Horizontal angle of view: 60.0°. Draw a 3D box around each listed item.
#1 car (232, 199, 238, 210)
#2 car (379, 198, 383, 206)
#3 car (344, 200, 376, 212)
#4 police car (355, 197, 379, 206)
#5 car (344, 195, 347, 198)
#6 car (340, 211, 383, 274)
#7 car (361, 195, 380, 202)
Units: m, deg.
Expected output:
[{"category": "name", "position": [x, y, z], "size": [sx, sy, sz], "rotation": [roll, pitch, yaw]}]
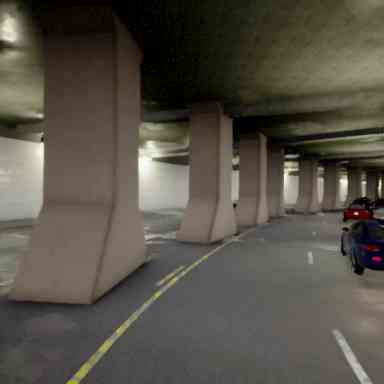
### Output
[{"category": "car", "position": [5.434, 1.515, 40.525], "size": [1.895, 1.301, 4.718], "rotation": [1, 0, 36]}, {"category": "car", "position": [32.087, 1.702, 55.634], "size": [4.674, 1.442, 1.812], "rotation": [0, 0, -45]}, {"category": "car", "position": [13.589, 1.625, 27.129], "size": [1.994, 1.385, 4.181], "rotation": [1, 0, 31]}, {"category": "police car", "position": [25.092, 1.544, 48.644], "size": [5.238, 1.638, 1.930], "rotation": [0, 0, -45]}, {"category": "car", "position": [34.522, 1.101, 71.415], "size": [5.566, 2.045, 2.150], "rotation": [0, 0, -45]}, {"category": "car", "position": [5.741, 1.556, 10.181], "size": [1.812, 1.442, 4.674], "rotation": [1, 0, 18]}, {"category": "car", "position": [37.018, 1.326, 68.964], "size": [4.902, 1.511, 2.128], "rotation": [0, 0, -45]}]
